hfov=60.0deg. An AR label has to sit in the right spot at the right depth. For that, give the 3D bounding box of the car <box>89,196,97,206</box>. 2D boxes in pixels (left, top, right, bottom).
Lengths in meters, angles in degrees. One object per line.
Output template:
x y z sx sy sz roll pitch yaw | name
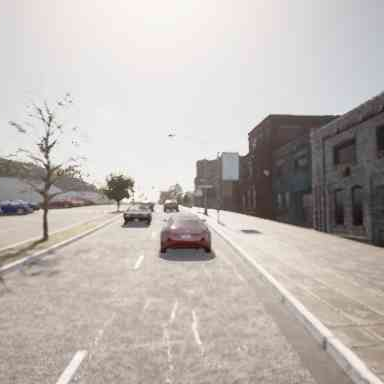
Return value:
-22.347 1.781 65.528 5.566 2.045 2.435 0 -2 -26 | car

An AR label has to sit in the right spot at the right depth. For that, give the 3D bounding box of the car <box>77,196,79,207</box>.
-21.113 1.645 53.662 4.553 1.767 2.185 0 -1 -26 | car

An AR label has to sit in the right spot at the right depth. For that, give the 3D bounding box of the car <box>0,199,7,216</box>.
-18.229 1.523 27.102 4.892 1.521 2.231 0 0 -25 | car

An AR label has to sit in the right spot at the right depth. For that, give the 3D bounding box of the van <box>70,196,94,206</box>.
-22.589 1.886 68.521 4.442 1.987 1.878 0 -2 -26 | van

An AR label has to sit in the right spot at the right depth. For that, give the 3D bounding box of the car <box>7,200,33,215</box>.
-18.841 1.543 32.983 5.008 1.535 2.097 0 0 -26 | car

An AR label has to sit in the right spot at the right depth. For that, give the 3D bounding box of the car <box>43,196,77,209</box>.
-20.753 1.721 50.714 5.008 1.535 2.097 0 -1 -26 | car

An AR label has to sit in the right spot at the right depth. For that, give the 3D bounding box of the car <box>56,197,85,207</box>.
-21.755 1.764 59.578 4.553 1.767 2.185 0 -1 -26 | car

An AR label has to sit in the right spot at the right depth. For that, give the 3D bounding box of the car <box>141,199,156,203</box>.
-5.719 1.675 42.472 2.128 1.511 4.902 0 -1 -6 | car

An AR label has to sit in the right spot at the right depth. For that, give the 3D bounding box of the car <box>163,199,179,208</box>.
-2.709 1.691 42.552 2.128 1.511 4.902 0 -1 -6 | car

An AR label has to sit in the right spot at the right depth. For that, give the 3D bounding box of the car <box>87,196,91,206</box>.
-22.049 1.997 62.544 4.674 1.452 2.002 0 -2 -26 | car

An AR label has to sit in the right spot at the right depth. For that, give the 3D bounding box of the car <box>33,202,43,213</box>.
-19.158 1.558 35.929 5.008 1.535 2.097 0 0 -26 | car

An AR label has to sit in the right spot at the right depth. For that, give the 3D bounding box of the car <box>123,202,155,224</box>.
-4.024 1.668 25.297 1.895 1.301 4.718 0 0 -4 | car

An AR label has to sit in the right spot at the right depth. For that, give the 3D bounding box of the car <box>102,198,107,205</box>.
-24.142 2.482 80.209 5.366 1.575 1.946 0 -2 -26 | car

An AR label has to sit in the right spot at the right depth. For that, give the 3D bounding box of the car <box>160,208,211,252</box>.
-0.303 1.597 14.073 1.994 1.385 4.181 0 0 -3 | car

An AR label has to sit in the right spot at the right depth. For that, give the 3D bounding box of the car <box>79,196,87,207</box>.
-21.240 1.823 56.719 5.366 1.575 1.946 0 -1 -26 | car

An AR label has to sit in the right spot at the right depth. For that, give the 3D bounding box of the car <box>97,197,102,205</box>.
-23.037 1.945 71.412 5.566 2.045 2.435 0 -1 -26 | car
